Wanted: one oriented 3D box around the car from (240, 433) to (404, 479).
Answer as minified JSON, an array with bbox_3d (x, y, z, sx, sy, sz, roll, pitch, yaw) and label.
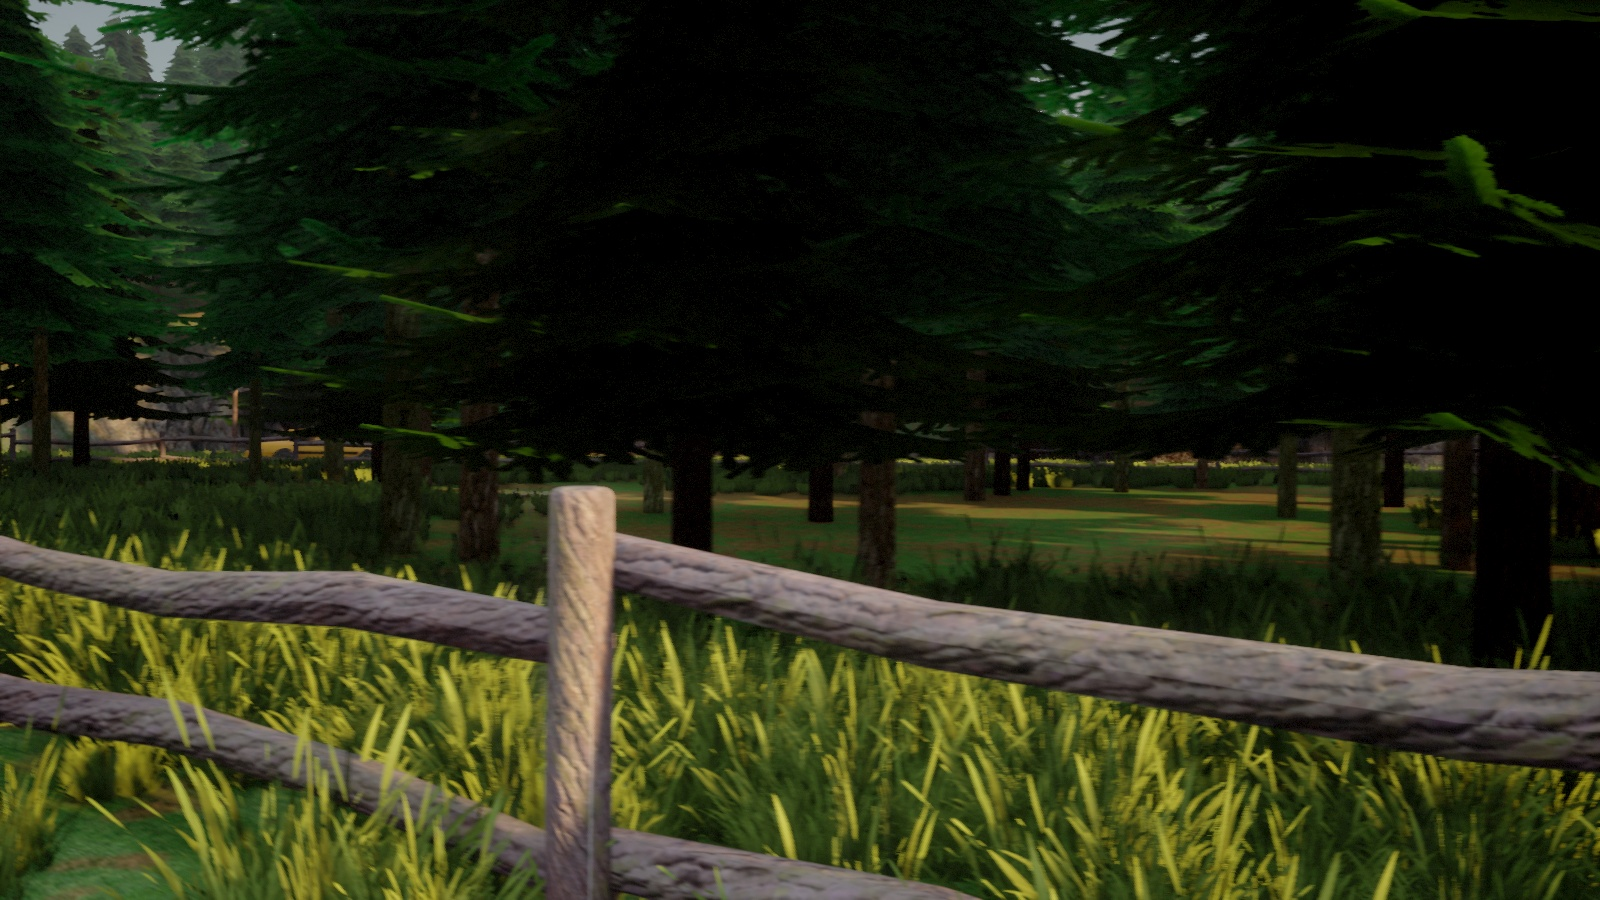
[{"bbox_3d":[-17.273,0.179,45.599,5.366,1.575,1.801,-1,1,-14],"label":"car"}]
